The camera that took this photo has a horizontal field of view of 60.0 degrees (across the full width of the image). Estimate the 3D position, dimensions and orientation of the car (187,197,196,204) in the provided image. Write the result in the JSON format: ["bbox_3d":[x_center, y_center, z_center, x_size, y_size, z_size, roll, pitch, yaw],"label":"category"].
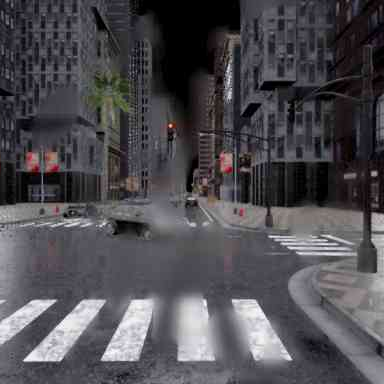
[{"bbox_3d":[-0.122,1.814,70.830,1.812,1.442,4.674,0,-1,0],"label":"car"}]

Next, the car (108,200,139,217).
[{"bbox_3d":[-6.689,1.576,33.000,2.033,1.411,5.357,0,0,0],"label":"car"}]

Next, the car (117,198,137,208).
[{"bbox_3d":[-9.982,1.669,51.406,2.033,1.411,5.357,0,0,0],"label":"car"}]

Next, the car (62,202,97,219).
[{"bbox_3d":[-9.931,1.583,29.662,1.994,1.385,4.181,0,0,0],"label":"car"}]

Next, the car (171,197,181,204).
[{"bbox_3d":[-3.382,1.848,70.595,1.994,1.385,4.181,0,-1,0],"label":"car"}]

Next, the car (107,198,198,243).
[{"bbox_3d":[-2.180,1.345,16.241,4.553,1.767,2.097,0,0,43],"label":"car"}]

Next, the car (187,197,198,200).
[{"bbox_3d":[-0.046,1.620,54.223,1.882,1.535,5.008,0,0,0],"label":"car"}]

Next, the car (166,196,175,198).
[{"bbox_3d":[-3.292,1.481,52.405,2.097,1.767,4.553,0,0,0],"label":"car"}]
